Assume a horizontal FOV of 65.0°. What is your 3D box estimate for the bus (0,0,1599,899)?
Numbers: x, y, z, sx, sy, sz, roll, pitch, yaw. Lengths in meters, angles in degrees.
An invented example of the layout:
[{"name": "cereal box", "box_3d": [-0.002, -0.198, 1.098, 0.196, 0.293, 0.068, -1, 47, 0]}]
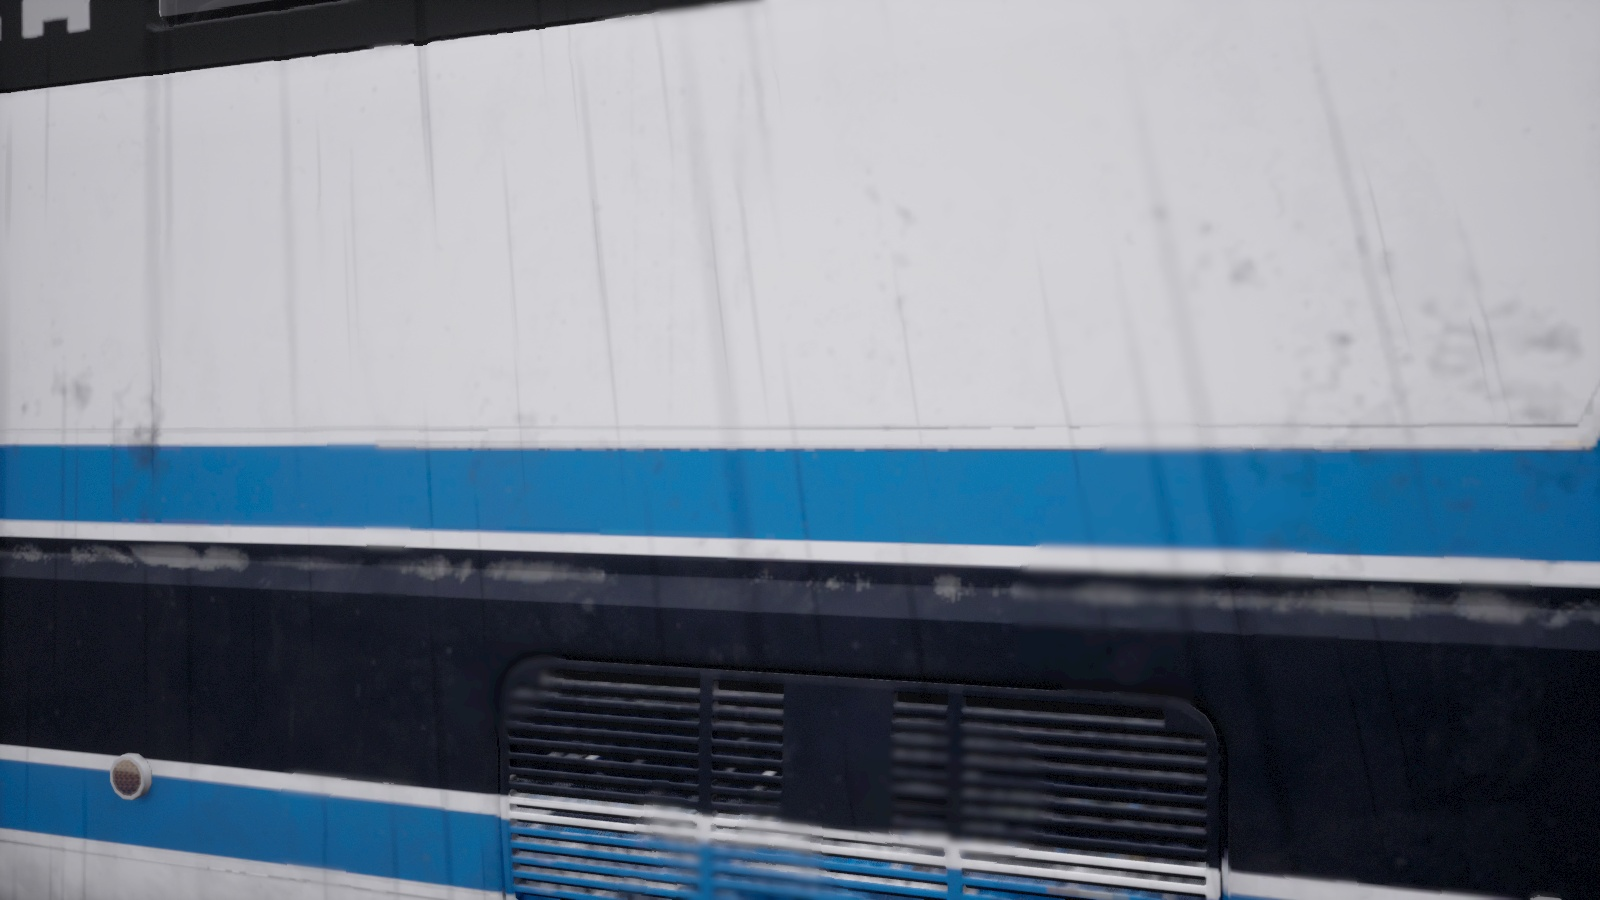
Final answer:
[{"name": "bus", "box_3d": [-0.127, -0.610, 3.748, 10.273, 4.253, 3.944, 1, 1, 19]}]
